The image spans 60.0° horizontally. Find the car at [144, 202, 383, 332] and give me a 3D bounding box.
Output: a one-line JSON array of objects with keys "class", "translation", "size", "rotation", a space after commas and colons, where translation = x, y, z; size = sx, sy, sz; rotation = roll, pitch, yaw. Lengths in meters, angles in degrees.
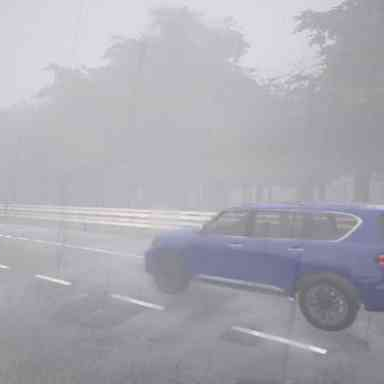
[{"class": "car", "translation": [1.517, 1.225, 7.084], "size": [5.566, 2.045, 2.150], "rotation": [0, 0, 35]}]
